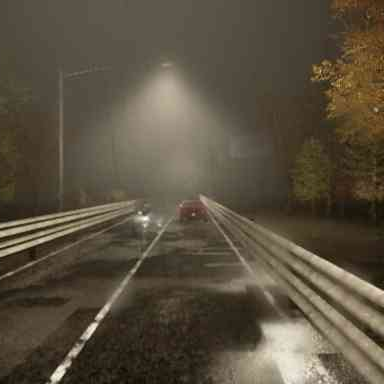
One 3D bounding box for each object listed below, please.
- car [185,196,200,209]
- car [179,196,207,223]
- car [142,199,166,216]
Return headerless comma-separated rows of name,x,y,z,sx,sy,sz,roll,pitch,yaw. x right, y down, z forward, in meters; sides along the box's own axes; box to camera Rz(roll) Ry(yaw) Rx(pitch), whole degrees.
car,0.083,1.271,41.371,1.812,1.442,4.674,0,0,0
car,0.097,1.327,24.319,1.882,1.535,5.008,0,0,0
car,-3.356,1.360,30.375,2.033,1.411,5.357,0,0,0
